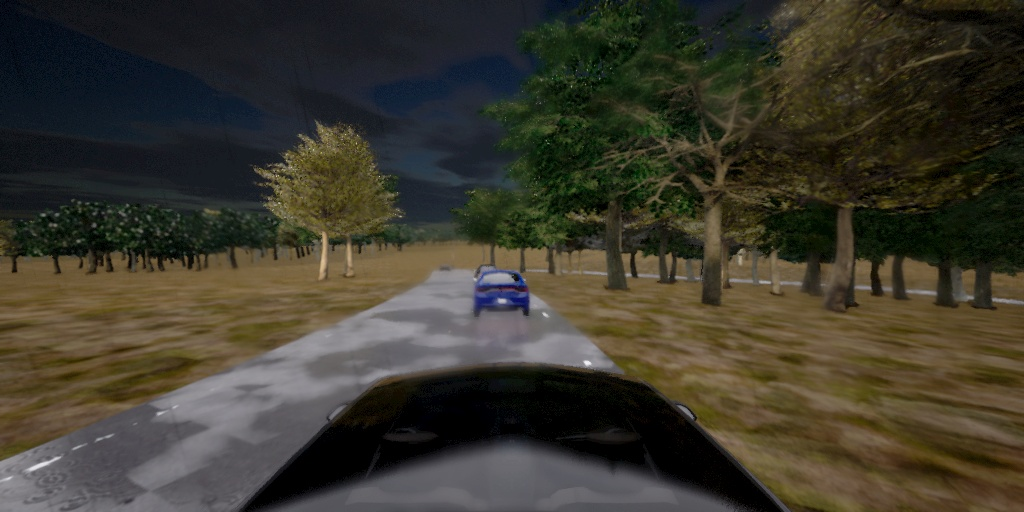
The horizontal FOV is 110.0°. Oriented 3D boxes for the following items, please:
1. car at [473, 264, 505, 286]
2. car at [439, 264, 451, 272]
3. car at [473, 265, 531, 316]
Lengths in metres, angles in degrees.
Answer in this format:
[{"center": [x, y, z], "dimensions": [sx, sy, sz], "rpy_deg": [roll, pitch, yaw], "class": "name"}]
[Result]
[{"center": [-1.856, 1.376, 27.440], "dimensions": [2.033, 1.411, 5.357], "rpy_deg": [0, 0, -8], "class": "car"}, {"center": [-11.124, 2.045, 59.646], "dimensions": [1.895, 1.301, 4.718], "rpy_deg": [0, -1, -11], "class": "car"}, {"center": [-0.443, 1.251, 13.532], "dimensions": [1.882, 1.535, 5.008], "rpy_deg": [0, 0, -4], "class": "car"}]
